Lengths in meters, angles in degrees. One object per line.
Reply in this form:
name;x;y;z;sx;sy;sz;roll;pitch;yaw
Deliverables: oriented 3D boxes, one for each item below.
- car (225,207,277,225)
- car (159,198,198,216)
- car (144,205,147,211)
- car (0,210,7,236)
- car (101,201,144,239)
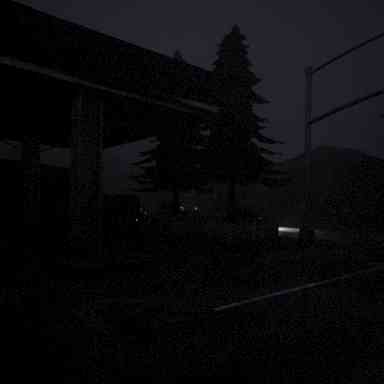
car;4.291;1.819;24.668;1.994;1.385;4.181;1;0;-35
car;-1.365;1.541;32.638;2.097;1.767;4.553;1;0;-36
car;-7.515;1.664;41.302;2.033;1.411;5.357;1;0;-35
car;-11.694;1.519;18.449;2.242;1.667;4.611;1;0;-36
car;-4.562;1.445;18.268;1.905;1.878;3.866;1;0;-36
